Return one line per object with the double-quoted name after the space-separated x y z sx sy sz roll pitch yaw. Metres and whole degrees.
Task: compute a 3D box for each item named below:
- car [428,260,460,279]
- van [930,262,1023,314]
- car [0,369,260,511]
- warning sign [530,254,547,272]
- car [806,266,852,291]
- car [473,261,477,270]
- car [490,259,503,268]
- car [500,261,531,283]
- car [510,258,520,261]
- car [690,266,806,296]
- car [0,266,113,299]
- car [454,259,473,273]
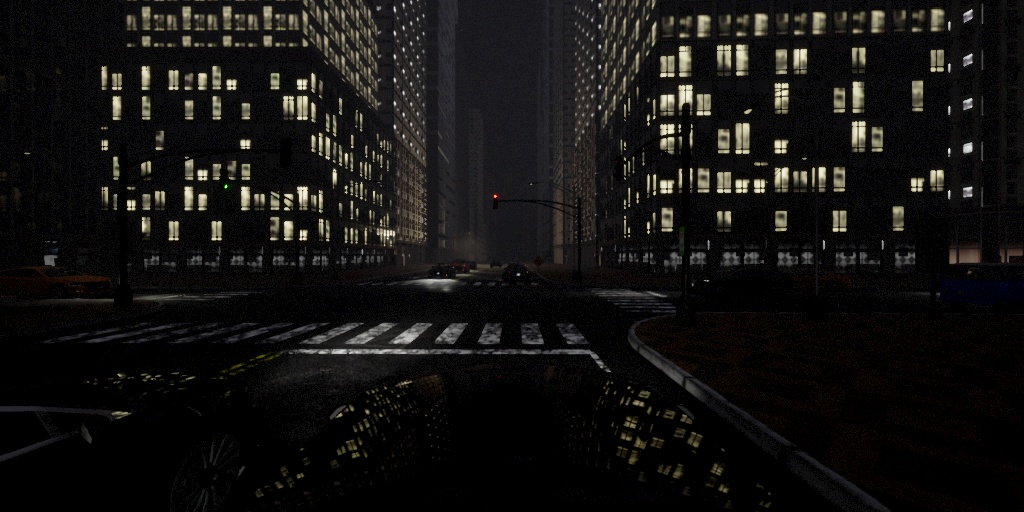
-6.446 1.345 33.388 1.994 1.385 4.181 0 0 0 "car"
18.412 1.120 13.141 3.998 1.789 1.690 0 0 2 "van"
-3.155 1.241 1.188 2.128 1.511 4.902 0 0 0 "car"
3.042 0.912 41.376 1.300 1.860 1.060 0 0 0 "warning sign"
17.181 1.294 21.319 4.829 1.417 1.751 0 0 2 "car"
-6.342 1.378 53.881 2.033 1.411 5.357 0 0 0 "car"
-2.847 1.369 63.817 1.837 1.490 4.892 0 0 0 "car"
0.346 1.336 28.236 1.994 1.385 4.181 0 0 -4 "car"
0.375 1.444 58.046 1.895 1.301 4.718 0 0 0 "car"
12.025 1.260 18.934 4.902 1.511 2.128 0 0 2 "car"
-22.310 1.237 17.221 5.008 1.535 1.882 0 0 0 "car"
-6.397 1.154 43.385 2.097 1.767 4.553 0 0 0 "car"
